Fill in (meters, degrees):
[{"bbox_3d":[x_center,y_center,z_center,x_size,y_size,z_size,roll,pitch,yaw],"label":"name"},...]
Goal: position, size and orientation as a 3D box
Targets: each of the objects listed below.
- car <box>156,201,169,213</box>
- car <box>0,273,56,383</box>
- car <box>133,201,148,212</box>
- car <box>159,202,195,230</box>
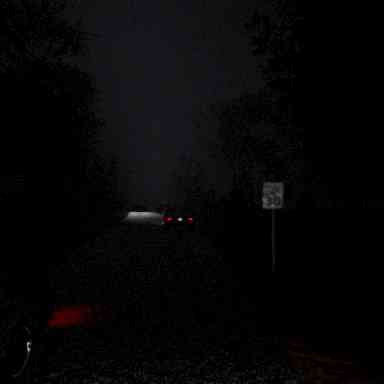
[{"bbox_3d":[-3.522,1.805,41.690,1.812,1.442,4.674,1,-1,-9],"label":"car"},{"bbox_3d":[-2.902,1.532,2.626,2.033,1.411,5.357,0,0,-1],"label":"car"},{"bbox_3d":[-6.707,1.858,42.966,1.895,1.301,4.718,1,-1,-10],"label":"car"},{"bbox_3d":[-0.891,1.606,21.245,2.033,1.411,5.357,1,0,-5],"label":"car"}]
